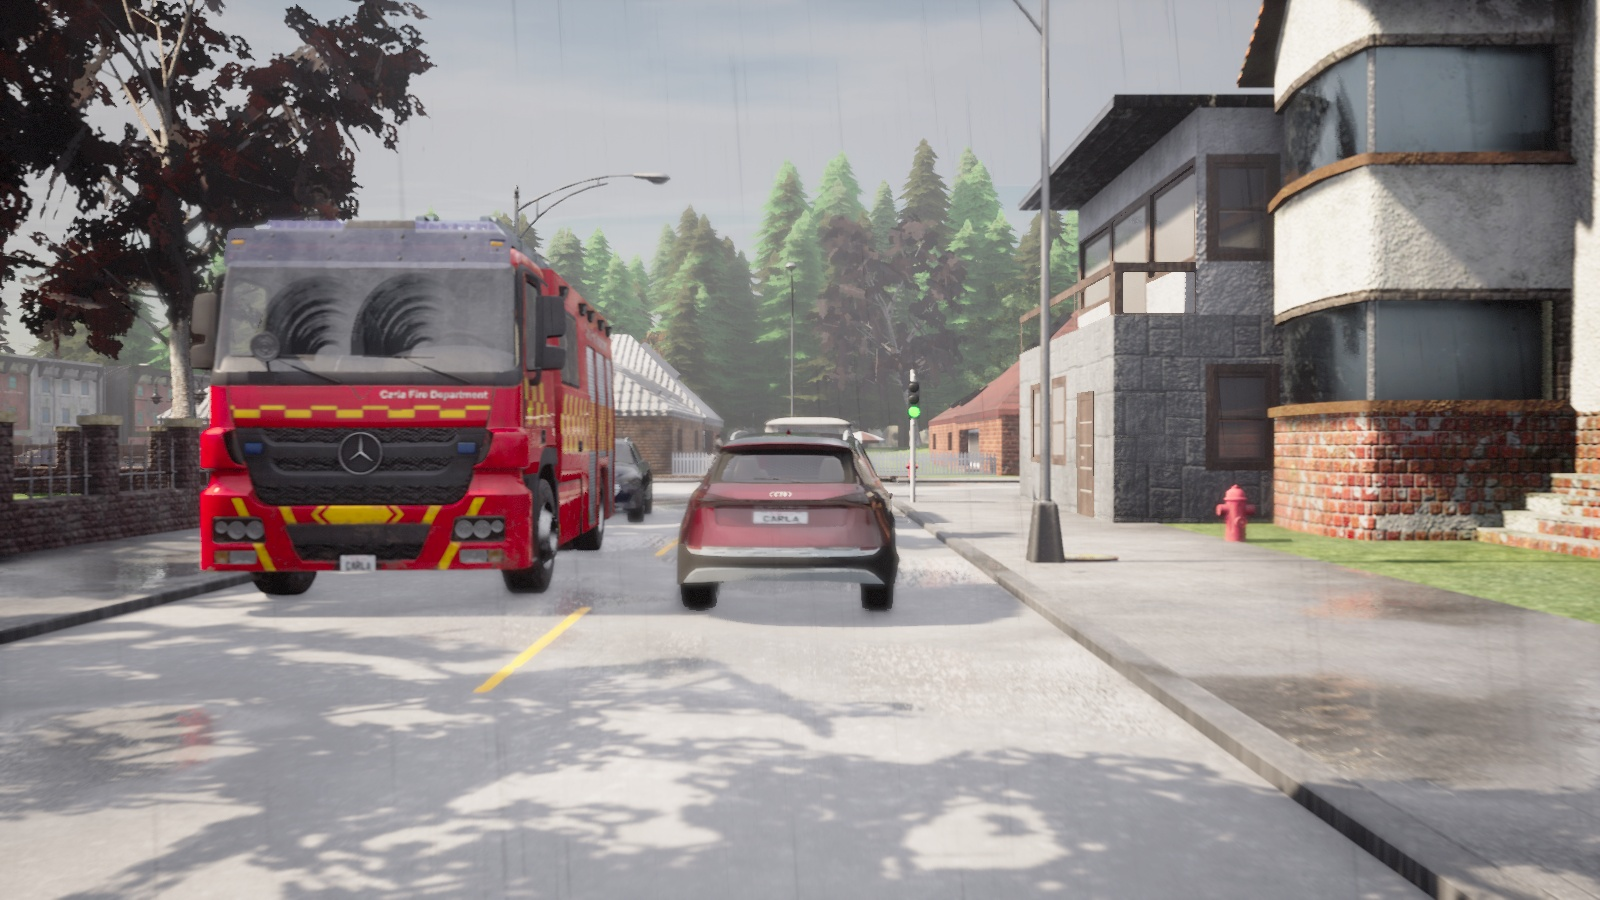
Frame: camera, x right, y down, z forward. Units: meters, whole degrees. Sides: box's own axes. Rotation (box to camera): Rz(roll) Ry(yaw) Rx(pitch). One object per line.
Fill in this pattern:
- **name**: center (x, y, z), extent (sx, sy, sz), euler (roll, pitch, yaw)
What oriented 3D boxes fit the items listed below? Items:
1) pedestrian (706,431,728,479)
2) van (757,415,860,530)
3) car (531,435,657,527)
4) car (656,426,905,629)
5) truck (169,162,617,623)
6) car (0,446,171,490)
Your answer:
- **pedestrian**: center (-3.239, 0.189, 49.143), extent (0.849, 1.883, 0.563), euler (0, 0, 0)
- **van**: center (0.153, 0.376, 23.998), extent (1.775, 1.987, 4.442), euler (0, 0, 0)
- **car**: center (-3.998, 0.543, 25.134), extent (2.033, 1.649, 4.856), euler (0, 0, -4)
- **car**: center (-0.011, 0.611, 12.679), extent (2.033, 1.649, 4.856), euler (0, 0, 4)
- **truck**: center (-4.008, -0.498, 14.735), extent (2.891, 3.827, 8.468), euler (0, 0, -3)
- **car**: center (-23.800, 0.562, 41.107), extent (5.357, 1.411, 2.033), euler (0, 0, -2)
